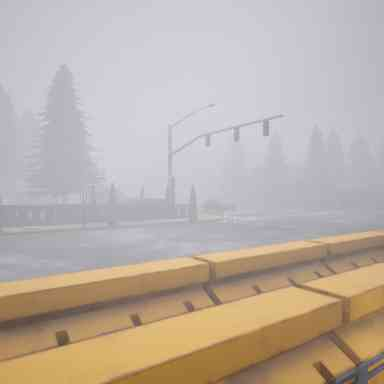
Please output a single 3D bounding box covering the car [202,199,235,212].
[{"bbox_3d":[3.097,1.526,39.436,1.812,1.442,4.674,0,0,-36],"label":"car"}]
